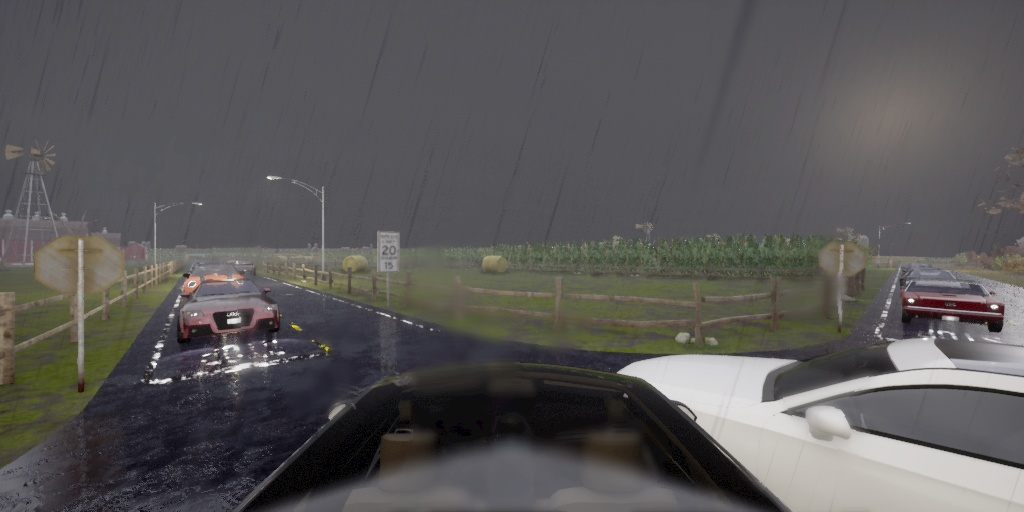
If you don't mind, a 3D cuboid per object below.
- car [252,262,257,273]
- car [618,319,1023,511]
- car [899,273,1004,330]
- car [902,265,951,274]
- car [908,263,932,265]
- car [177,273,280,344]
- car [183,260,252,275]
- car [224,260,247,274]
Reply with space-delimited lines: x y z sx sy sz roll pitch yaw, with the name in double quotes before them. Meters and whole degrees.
"car" -26.753 1.266 35.776 2.128 1.511 4.902 0 0 -41
"car" 2.851 1.293 2.283 1.812 1.442 4.674 0 1 -44
"car" 13.589 1.390 11.276 4.718 1.301 1.895 0 1 -43
"car" 20.709 1.350 17.793 5.357 1.411 2.033 0 1 -42
"car" 27.504 1.383 24.004 4.181 1.385 1.994 0 1 -42
"car" -7.879 1.351 9.940 1.994 1.385 4.181 0 0 -42
"car" -13.613 1.133 16.461 2.097 1.767 4.553 0 0 -41
"car" -33.425 1.283 43.277 1.837 1.490 4.892 0 0 -41
